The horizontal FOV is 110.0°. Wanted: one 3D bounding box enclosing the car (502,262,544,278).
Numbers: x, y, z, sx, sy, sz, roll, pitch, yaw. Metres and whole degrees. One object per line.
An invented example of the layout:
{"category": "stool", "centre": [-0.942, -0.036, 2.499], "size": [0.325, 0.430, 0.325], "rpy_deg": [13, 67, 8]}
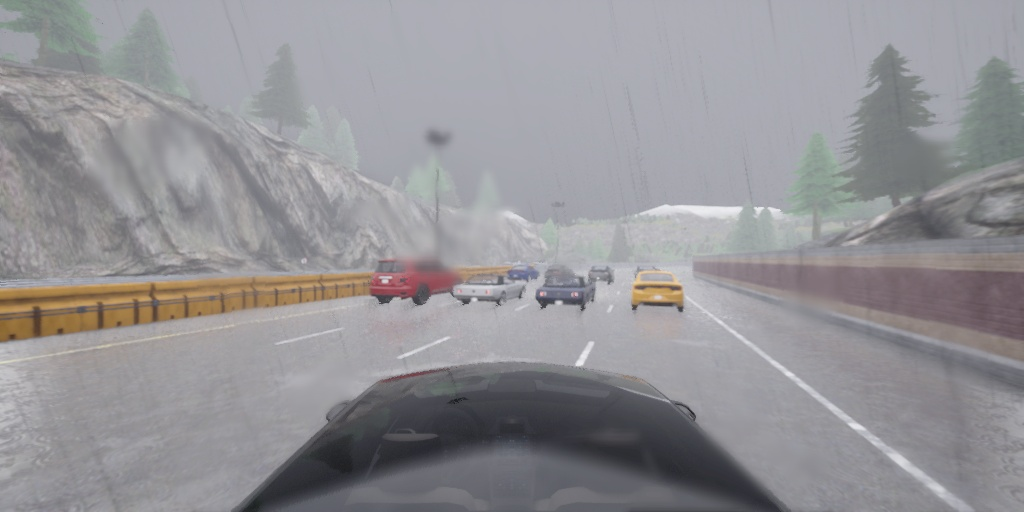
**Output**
{"category": "car", "centre": [1.125, 1.556, 33.017], "size": [1.882, 1.535, 5.008], "rpy_deg": [0, 0, 20]}

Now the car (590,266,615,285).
{"category": "car", "centre": [7.491, 1.535, 30.041], "size": [2.128, 1.511, 4.902], "rpy_deg": [0, 0, 20]}

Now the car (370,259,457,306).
{"category": "car", "centre": [-4.333, 1.143, 17.276], "size": [2.150, 2.045, 5.566], "rpy_deg": [0, 0, 19]}

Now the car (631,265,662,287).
{"category": "car", "centre": [10.800, 1.520, 28.901], "size": [2.128, 1.511, 4.902], "rpy_deg": [0, 0, 20]}

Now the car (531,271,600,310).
{"category": "car", "centre": [2.507, 1.496, 15.618], "size": [1.895, 1.301, 4.718], "rpy_deg": [0, -1, 19]}

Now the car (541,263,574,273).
{"category": "car", "centre": [4.181, 1.564, 31.178], "size": [1.837, 1.490, 4.892], "rpy_deg": [0, 0, 20]}

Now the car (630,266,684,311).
{"category": "car", "centre": [6.155, 1.367, 15.431], "size": [1.882, 1.535, 5.008], "rpy_deg": [0, 0, 19]}

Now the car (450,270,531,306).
{"category": "car", "centre": [-0.802, 1.510, 16.758], "size": [1.895, 1.301, 4.718], "rpy_deg": [0, -1, 19]}
